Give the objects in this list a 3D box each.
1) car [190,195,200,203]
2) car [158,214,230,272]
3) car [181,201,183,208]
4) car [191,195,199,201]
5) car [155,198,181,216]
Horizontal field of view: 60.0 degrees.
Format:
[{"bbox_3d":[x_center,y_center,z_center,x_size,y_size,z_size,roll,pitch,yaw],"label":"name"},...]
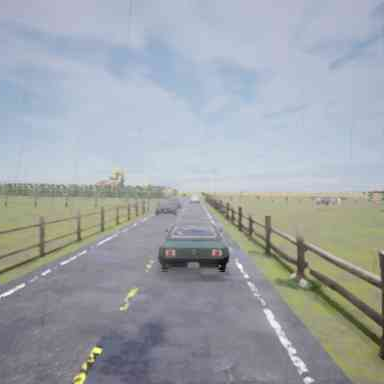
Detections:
[{"bbox_3d":[0.621,1.576,69.060,1.812,1.442,4.674,0,0,1],"label":"car"},{"bbox_3d":[0.052,1.609,10.831,1.895,1.301,4.718,0,0,0],"label":"car"},{"bbox_3d":[-2.355,1.543,44.869,1.837,1.490,4.892,0,0,1],"label":"car"},{"bbox_3d":[0.712,1.385,79.318,1.882,1.535,5.008,0,0,1],"label":"car"},{"bbox_3d":[-2.466,1.581,32.984,1.994,1.385,4.181,0,0,1],"label":"car"}]
